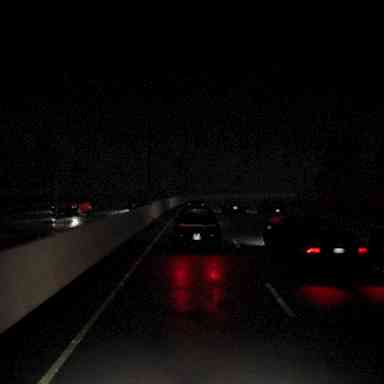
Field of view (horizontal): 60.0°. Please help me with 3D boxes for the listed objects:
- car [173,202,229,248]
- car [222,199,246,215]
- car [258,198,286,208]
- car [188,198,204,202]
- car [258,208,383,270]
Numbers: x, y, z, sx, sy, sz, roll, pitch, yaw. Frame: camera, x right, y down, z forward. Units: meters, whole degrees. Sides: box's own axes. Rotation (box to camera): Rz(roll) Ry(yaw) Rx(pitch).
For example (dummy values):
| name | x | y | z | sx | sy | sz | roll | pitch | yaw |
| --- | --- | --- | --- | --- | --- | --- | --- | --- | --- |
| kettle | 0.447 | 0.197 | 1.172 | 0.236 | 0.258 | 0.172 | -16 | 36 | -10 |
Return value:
| name | x | y | z | sx | sy | sz | roll | pitch | yaw |
| --- | --- | --- | --- | --- | --- | --- | --- | --- | --- |
| car | 0.202 | 1.400 | 14.348 | 2.128 | 1.511 | 4.902 | 0 | 1 | 1 |
| car | 3.849 | 1.366 | 31.361 | 1.994 | 1.385 | 4.181 | 0 | 0 | 1 |
| car | 7.344 | 1.316 | 30.810 | 1.837 | 1.490 | 4.892 | 0 | 1 | 1 |
| car | 0.344 | 1.292 | 30.813 | 2.128 | 1.511 | 4.902 | 0 | 0 | 1 |
| car | 3.664 | 1.483 | 10.736 | 2.033 | 1.411 | 5.357 | 0 | 0 | 1 |
